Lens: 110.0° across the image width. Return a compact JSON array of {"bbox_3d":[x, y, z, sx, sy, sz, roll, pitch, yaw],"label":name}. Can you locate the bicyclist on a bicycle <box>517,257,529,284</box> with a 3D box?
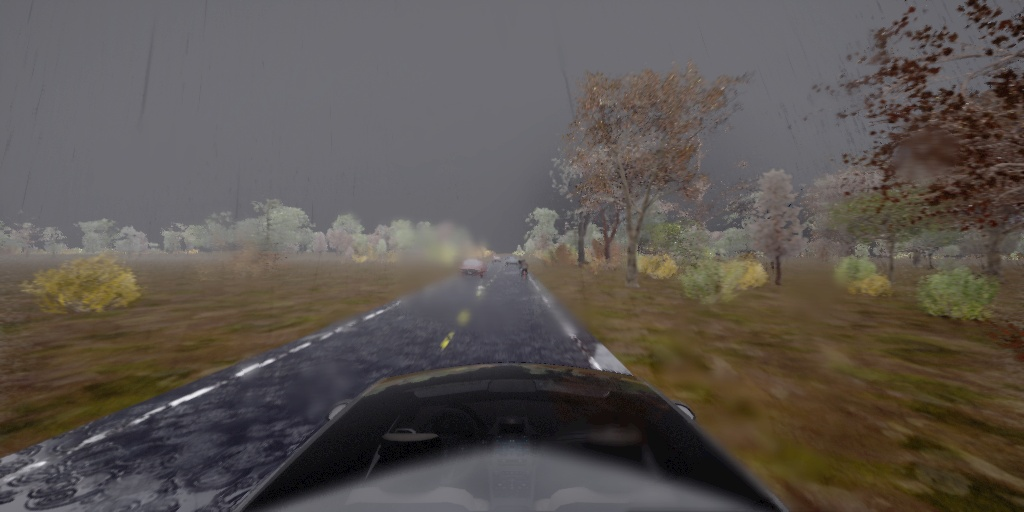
[{"bbox_3d":[0.821,1.040,23.302,0.582,1.620,1.656,0,0,0],"label":"bicyclist on a bicycle"}]

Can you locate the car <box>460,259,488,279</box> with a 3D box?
[{"bbox_3d":[-3.085,1.015,29.521,1.882,1.535,5.008,0,0,0],"label":"car"}]

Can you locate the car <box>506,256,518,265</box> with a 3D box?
[{"bbox_3d":[0.030,0.850,62.832,1.994,1.385,4.181,0,0,1],"label":"car"}]
